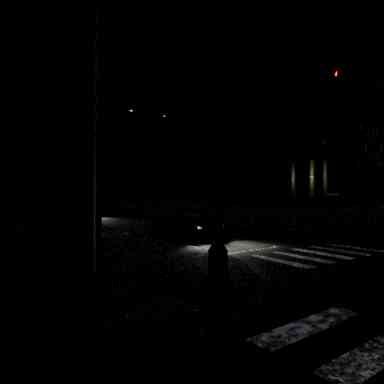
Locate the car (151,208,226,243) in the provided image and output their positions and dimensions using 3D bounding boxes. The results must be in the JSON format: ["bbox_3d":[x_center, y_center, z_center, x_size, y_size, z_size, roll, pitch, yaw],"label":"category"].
[{"bbox_3d":[-0.334,1.530,16.456,1.812,1.442,4.674,0,0,-36],"label":"car"}]
